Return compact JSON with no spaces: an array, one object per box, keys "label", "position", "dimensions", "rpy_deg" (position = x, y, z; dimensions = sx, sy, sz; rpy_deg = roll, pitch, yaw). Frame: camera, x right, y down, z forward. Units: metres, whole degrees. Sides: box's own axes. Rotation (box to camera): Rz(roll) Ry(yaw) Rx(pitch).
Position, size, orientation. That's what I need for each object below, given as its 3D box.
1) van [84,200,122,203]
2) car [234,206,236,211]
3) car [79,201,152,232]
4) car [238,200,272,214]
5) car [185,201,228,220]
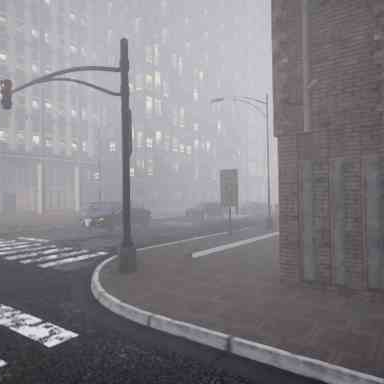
[{"label":"van","position":[-5.972,1.475,23.455],"dimensions":[1.690,1.788,3.998],"rpy_deg":[-2,-1,36]},{"label":"car","position":[6.862,1.704,41.365],"dimensions":[1.752,1.417,4.829],"rpy_deg":[-2,-1,36]},{"label":"car","position":[-4.595,1.570,20.940],"dimensions":[2.128,1.511,4.902],"rpy_deg":[-1,-1,34]},{"label":"car","position":[7.281,1.720,37.480],"dimensions":[1.895,1.301,4.718],"rpy_deg":[-1,-1,36]},{"label":"car","position":[1.330,1.576,29.190],"dimensions":[1.882,1.535,5.008],"rpy_deg":[-1,-1,36]}]
